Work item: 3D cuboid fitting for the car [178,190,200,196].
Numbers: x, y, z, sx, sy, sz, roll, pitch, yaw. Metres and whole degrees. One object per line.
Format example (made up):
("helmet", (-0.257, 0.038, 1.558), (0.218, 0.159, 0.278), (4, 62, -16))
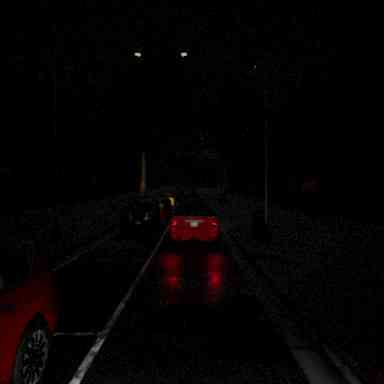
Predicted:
("car", (0.093, 1.004, 30.907), (2.097, 1.767, 4.553), (0, 1, 0))

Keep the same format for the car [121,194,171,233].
("car", (-2.648, 1.166, 18.914), (2.192, 1.841, 5.009), (-1, 1, 0))

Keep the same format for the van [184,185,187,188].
("van", (-2.626, -0.133, 74.351), (1.690, 1.788, 3.998), (1, 2, 0))

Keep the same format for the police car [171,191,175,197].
("police car", (-3.008, 1.036, 32.994), (1.930, 1.638, 5.238), (0, 1, 0))

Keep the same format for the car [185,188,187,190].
("car", (-2.630, 0.262, 68.815), (2.008, 1.369, 4.403), (1, 2, 0))

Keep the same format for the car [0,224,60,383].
("car", (-2.656, 1.309, 2.278), (2.192, 1.841, 5.009), (-1, 0, 0))

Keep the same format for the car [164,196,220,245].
("car", (0.091, 1.250, 15.045), (2.097, 1.767, 4.553), (0, 1, 0))

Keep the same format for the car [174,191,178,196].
("car", (-3.014, 0.947, 39.883), (1.882, 1.535, 5.008), (0, 1, 0))

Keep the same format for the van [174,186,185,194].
("van", (-2.630, 0.225, 63.266), (1.690, 1.788, 3.998), (0, 2, 0))
